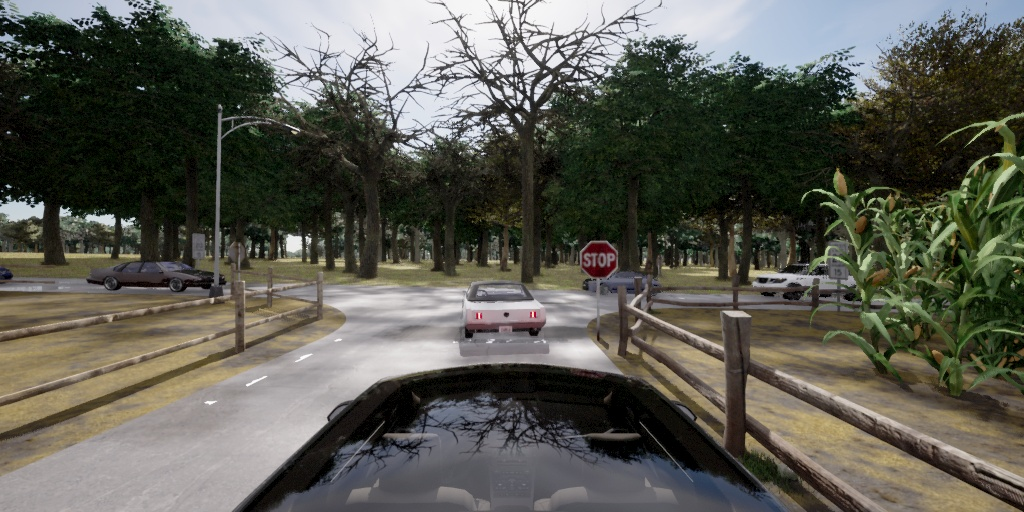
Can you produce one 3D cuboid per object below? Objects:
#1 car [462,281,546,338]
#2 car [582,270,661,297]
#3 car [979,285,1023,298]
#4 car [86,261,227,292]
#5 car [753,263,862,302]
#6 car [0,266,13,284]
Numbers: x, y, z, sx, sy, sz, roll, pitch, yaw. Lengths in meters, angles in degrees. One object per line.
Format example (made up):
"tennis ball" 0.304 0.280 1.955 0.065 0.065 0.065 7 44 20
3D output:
"car" -0.458 1.351 10.221 1.895 1.301 4.718 0 0 -8
"car" 6.078 1.490 20.092 4.181 1.385 1.994 1 0 0
"car" 28.939 1.946 19.976 5.008 1.535 1.882 1 0 0
"car" -16.976 0.924 17.248 5.357 1.411 2.033 1 0 0
"car" 16.691 1.397 20.042 5.566 2.045 2.150 1 0 0
"car" -27.294 0.659 17.293 4.674 1.442 1.812 1 0 0
